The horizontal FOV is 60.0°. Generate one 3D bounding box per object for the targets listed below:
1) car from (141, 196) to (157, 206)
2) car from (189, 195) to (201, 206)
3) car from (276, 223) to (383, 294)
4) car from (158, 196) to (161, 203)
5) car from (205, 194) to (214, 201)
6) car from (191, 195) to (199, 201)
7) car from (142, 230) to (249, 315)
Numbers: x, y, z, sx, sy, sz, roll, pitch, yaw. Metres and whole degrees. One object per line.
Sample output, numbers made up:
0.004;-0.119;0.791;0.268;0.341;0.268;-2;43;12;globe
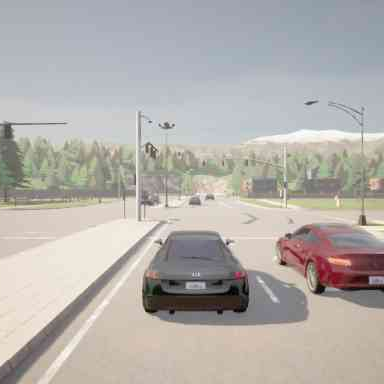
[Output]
-7.582;1.601;55.972;1.895;1.301;4.718;0;0;1;car
0.491;1.563;56.673;1.994;1.385;4.181;0;0;1;car
3.554;1.526;8.673;1.812;1.442;4.674;0;0;0;car
-7.394;1.505;66.724;1.837;1.490;4.892;0;0;1;car
4.335;1.188;82.024;2.097;1.767;4.553;0;0;1;car
0.836;1.428;82.129;1.895;1.301;4.718;0;0;1;car
0.056;1.564;7.669;1.994;1.385;4.181;0;0;0;car
